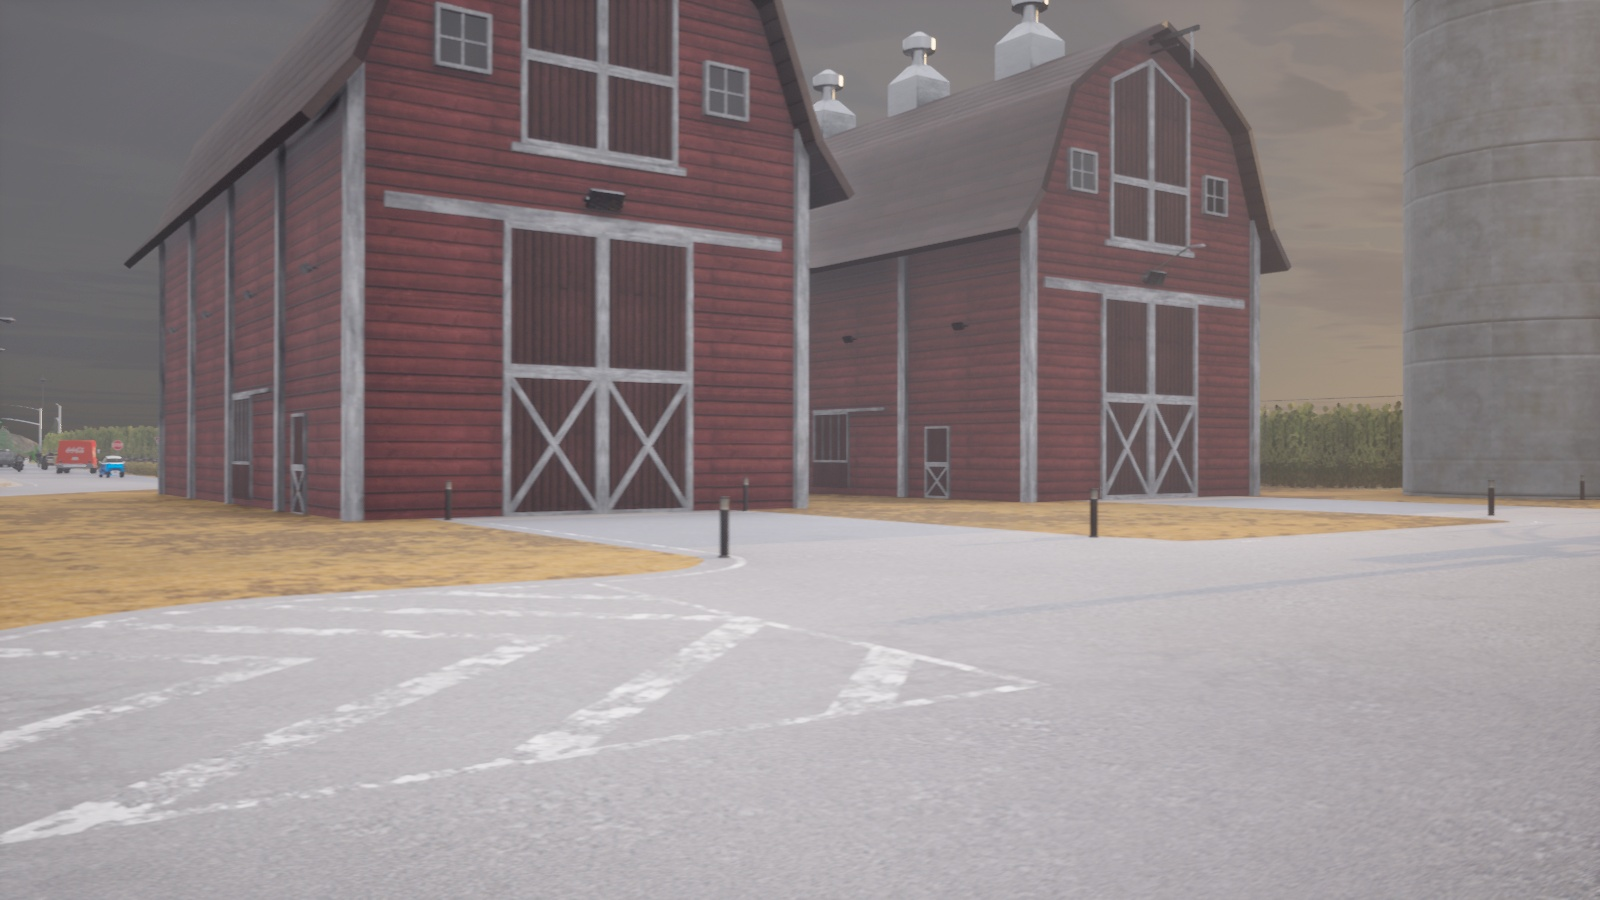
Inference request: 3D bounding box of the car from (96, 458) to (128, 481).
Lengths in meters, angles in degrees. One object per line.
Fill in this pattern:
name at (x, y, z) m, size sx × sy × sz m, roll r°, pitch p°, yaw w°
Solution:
car at (-42.974, 1.222, 78.436) m, size 1.481 × 1.376 × 2.207 m, roll 0°, pitch 0°, yaw -35°
